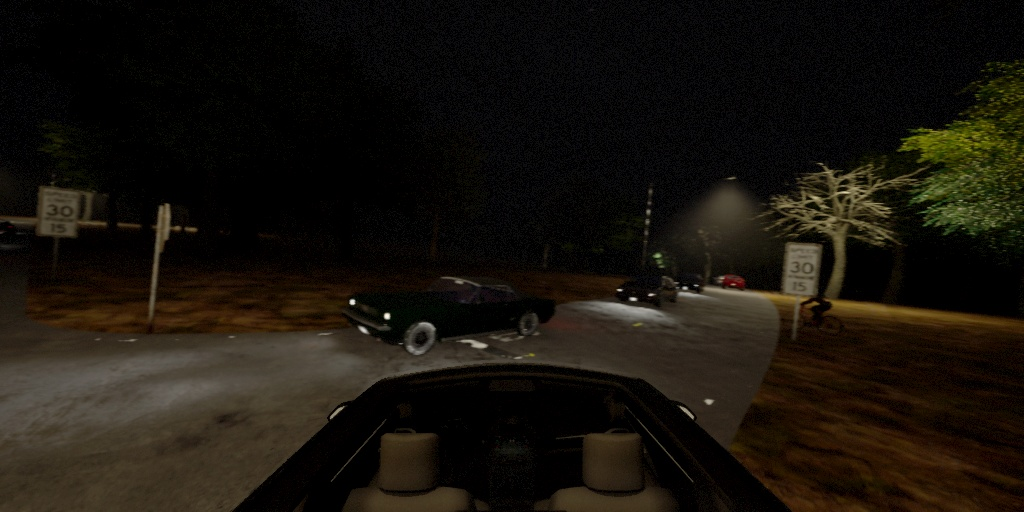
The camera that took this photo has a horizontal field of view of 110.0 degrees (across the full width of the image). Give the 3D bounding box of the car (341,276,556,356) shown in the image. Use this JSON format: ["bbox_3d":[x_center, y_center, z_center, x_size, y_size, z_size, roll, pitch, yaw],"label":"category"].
[{"bbox_3d":[-1.135,1.135,8.072,1.895,1.301,4.718,6,2,44],"label":"car"}]

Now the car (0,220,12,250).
[{"bbox_3d":[-27.029,-1.006,17.854,4.902,1.511,2.128,5,0,37],"label":"car"}]

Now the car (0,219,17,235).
[{"bbox_3d":[-47.766,-2.737,33.329,4.181,1.385,1.994,5,0,37],"label":"car"}]

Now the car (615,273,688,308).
[{"bbox_3d":[6.923,1.598,17.848,2.033,1.411,5.357,6,1,36],"label":"car"}]

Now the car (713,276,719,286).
[{"bbox_3d":[28.362,3.413,48.262,1.812,1.442,4.674,6,0,23],"label":"car"}]

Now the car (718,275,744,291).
[{"bbox_3d":[23.558,2.833,38.348,1.882,1.535,5.008,6,0,28],"label":"car"}]

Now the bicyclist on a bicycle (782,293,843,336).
[{"bbox_3d":[10.588,1.916,12.631,1.656,1.620,0.582,5,1,37],"label":"bicyclist on a bicycle"}]

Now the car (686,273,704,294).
[{"bbox_3d":[13.976,2.044,28.147,2.033,1.411,5.357,6,1,32],"label":"car"}]
